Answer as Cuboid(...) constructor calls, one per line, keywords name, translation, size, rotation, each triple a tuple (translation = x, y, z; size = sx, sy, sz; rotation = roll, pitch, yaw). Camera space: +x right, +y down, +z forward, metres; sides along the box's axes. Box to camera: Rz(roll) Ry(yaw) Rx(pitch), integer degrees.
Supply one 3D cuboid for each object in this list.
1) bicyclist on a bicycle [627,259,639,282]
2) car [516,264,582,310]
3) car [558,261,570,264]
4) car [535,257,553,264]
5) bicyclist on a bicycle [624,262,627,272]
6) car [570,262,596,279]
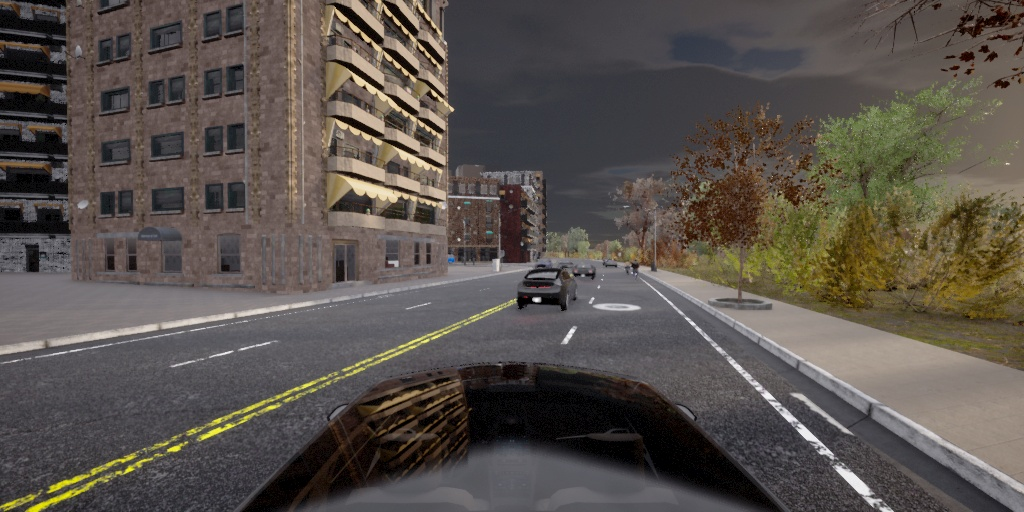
Cuboid(name="bicyclist on a bicycle", translation=(9.426, 1.112, 27.453), size=(0.659, 1.776, 1.843), rotation=(0, 0, 15))
Cuboid(name="car", translation=(1.557, 1.252, 14.718), size=(1.837, 1.490, 4.892), rotation=(0, 0, 17))
Cuboid(name="car", translation=(7.295, 1.300, 48.831), size=(1.994, 1.385, 4.181), rotation=(0, 0, 14))
Cuboid(name="car", translation=(4.576, 1.089, 51.283), size=(2.097, 1.767, 4.553), rotation=(0, 0, 14))
Cuboid(name="bicyclist on a bicycle", translation=(12.114, 1.173, 37.598), size=(0.866, 1.612, 1.509), rotation=(0, 0, 15))
Cuboid(name="car", translation=(6.629, 1.343, 32.559), size=(1.895, 1.301, 4.718), rotation=(0, 0, 15))
